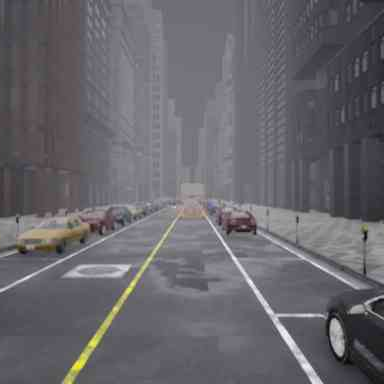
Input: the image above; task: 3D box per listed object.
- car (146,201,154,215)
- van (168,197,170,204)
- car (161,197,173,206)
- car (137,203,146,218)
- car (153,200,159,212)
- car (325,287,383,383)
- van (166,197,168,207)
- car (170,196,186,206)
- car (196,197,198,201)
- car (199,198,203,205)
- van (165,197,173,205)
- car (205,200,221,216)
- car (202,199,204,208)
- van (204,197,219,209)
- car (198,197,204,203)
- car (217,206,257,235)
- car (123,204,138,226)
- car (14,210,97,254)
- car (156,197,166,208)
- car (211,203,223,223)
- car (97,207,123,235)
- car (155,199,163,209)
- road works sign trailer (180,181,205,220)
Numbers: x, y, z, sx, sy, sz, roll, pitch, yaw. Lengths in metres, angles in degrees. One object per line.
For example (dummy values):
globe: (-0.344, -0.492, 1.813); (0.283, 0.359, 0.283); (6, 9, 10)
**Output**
car: (-5.743, 1.938, 36.973); (1.947, 1.339, 4.313); (0, -1, 0)
van: (-5.728, 2.017, 65.158); (1.690, 1.788, 3.998); (0, -1, 0)
car: (-5.721, 2.116, 76.430); (2.192, 1.841, 5.009); (0, -1, 0)
car: (-5.746, 1.837, 31.168); (1.752, 1.417, 4.829); (0, -1, 0)
car: (-5.739, 2.013, 42.610); (1.802, 1.307, 4.206); (0, -1, 0)
car: (2.763, 1.583, 3.171); (2.008, 1.369, 4.403); (0, -1, 0)
van: (-5.731, 1.954, 59.522); (1.690, 1.788, 3.998); (0, -1, 0)
car: (-2.959, 1.963, 70.971); (2.150, 2.045, 5.566); (0, -1, 0)
car: (2.807, 2.180, 82.076); (2.192, 1.841, 5.009); (0, -1, 0)
car: (2.795, 2.164, 59.530); (2.008, 1.369, 4.403); (0, -1, 0)
van: (-5.718, 2.206, 82.065); (1.690, 1.788, 3.998); (0, -1, 0)
car: (2.782, 1.923, 36.986); (2.008, 1.369, 4.403); (0, -1, 0)
car: (2.788, 2.042, 48.258); (2.008, 1.369, 4.403); (0, -1, 0)
van: (2.785, 1.772, 42.624); (1.690, 1.788, 3.998); (0, -1, 0)
car: (2.801, 2.283, 70.802); (1.887, 1.381, 4.507); (0, -1, 0)
car: (2.773, 1.745, 20.078); (1.887, 1.381, 4.507); (0, -1, 0)
car: (-5.749, 1.822, 25.701); (1.947, 1.339, 4.313); (0, -1, 0)
car: (-5.755, 1.667, 14.259); (1.752, 1.417, 4.829); (0, -1, 0)
car: (-5.734, 1.992, 53.884); (1.967, 1.590, 4.097); (0, -1, 0)
car: (2.776, 1.801, 25.714); (1.887, 1.381, 4.507); (0, -1, 0)
car: (-5.752, 1.744, 20.066); (1.887, 1.381, 4.507); (0, -1, 0)
car: (-5.737, 2.057, 48.247); (1.947, 1.339, 4.313); (0, -1, 0)
road works sign trailer: (0.018, 0.779, 31.384); (2.380, 3.560, 2.880); (0, -1, 0)
